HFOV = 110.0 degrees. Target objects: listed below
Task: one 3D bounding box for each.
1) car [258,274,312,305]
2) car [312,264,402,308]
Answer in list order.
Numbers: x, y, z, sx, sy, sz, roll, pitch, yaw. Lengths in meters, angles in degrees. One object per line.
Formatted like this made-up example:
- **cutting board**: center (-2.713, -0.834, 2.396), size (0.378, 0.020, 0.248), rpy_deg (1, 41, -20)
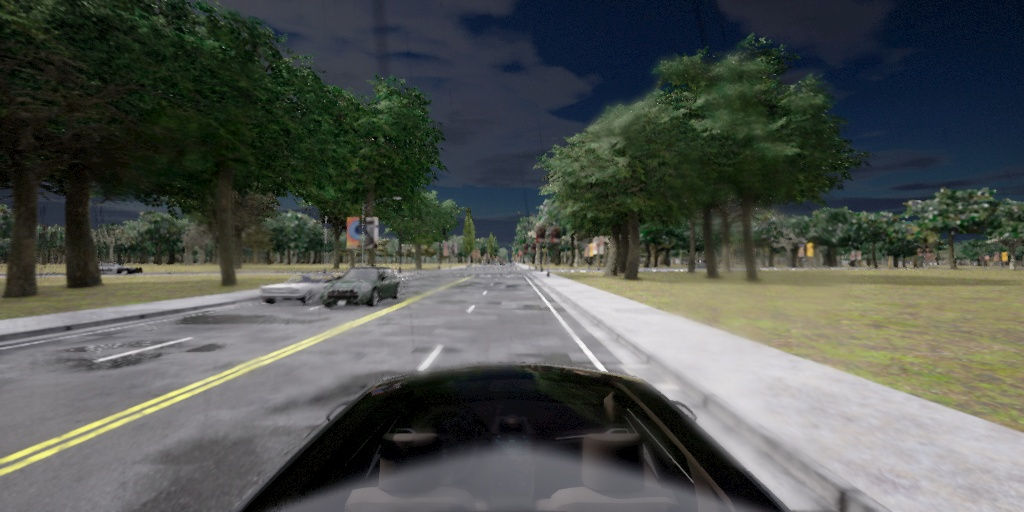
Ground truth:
- **car**: center (-9.853, 1.526, 17.400), size (1.895, 1.301, 4.718), rpy_deg (0, -1, 0)
- **car**: center (-6.603, 1.263, 16.159), size (2.097, 1.767, 4.553), rpy_deg (0, -1, 0)
